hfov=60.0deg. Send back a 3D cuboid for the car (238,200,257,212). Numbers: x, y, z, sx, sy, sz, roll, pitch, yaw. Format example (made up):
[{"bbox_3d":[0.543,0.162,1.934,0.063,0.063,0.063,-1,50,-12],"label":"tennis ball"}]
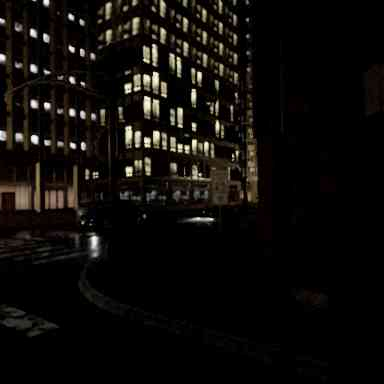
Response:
[{"bbox_3d":[6.537,1.658,41.653,1.752,1.417,4.829,-1,-1,36],"label":"car"}]

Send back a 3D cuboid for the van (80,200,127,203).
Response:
[{"bbox_3d":[-6.340,1.430,23.774,1.690,1.788,3.998,-1,-1,36],"label":"van"}]

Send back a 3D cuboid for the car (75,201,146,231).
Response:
[{"bbox_3d":[-5.001,1.545,21.238,1.837,1.490,4.892,-1,-1,33],"label":"car"}]

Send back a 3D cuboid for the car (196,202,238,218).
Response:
[{"bbox_3d":[2.192,1.628,31.180,1.994,1.385,4.181,-1,-1,36],"label":"car"}]
